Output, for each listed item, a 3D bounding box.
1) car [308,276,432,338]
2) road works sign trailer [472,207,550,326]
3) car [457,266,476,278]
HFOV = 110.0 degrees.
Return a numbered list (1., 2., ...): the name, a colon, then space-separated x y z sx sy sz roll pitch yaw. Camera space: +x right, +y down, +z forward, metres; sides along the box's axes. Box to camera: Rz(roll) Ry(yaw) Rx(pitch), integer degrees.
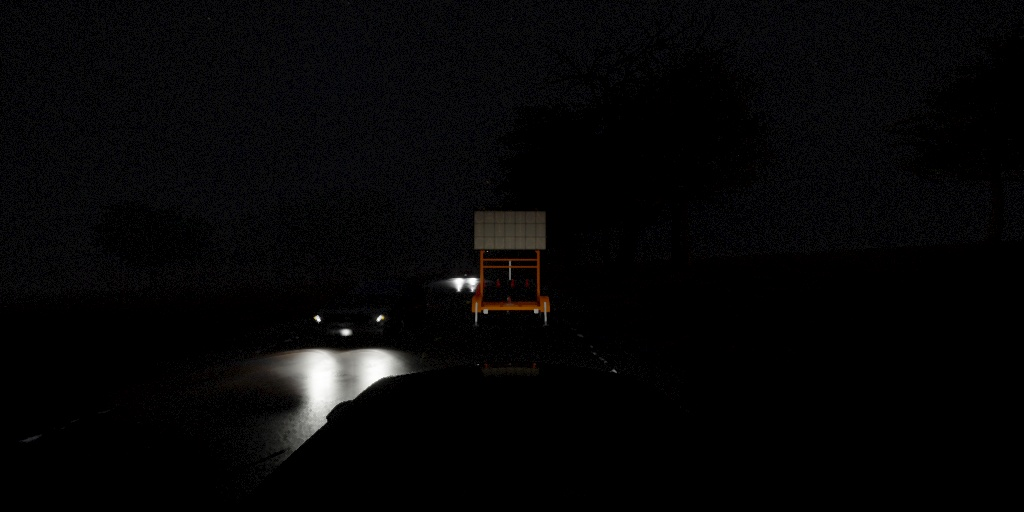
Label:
1. car: -3.692 1.308 10.546 2.033 1.411 5.357 0 0 -1
2. road works sign trailer: -0.067 0.231 11.690 2.380 3.560 2.880 0 0 -2
3. car: -4.999 1.725 39.517 1.895 1.301 4.718 0 -1 -4
